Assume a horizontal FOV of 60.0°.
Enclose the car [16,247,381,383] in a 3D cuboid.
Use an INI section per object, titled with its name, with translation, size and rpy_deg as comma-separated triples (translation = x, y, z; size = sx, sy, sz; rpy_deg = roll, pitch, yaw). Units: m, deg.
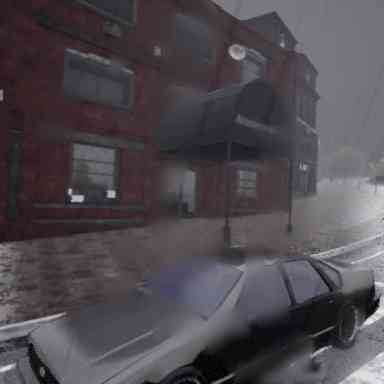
[car]
translation = 0.663, 1.558, 4.641
size = 5.357, 1.411, 2.033
rpy_deg = 0, 0, -38
